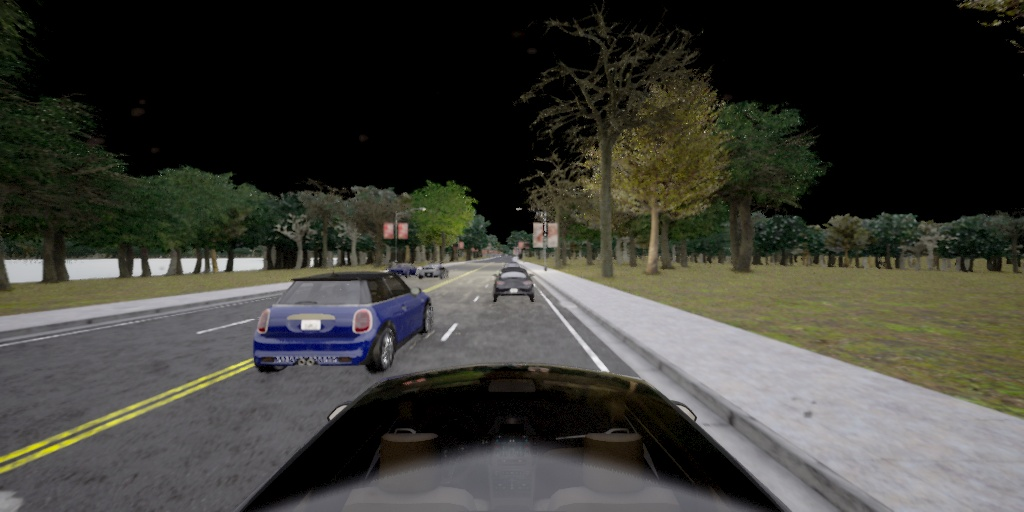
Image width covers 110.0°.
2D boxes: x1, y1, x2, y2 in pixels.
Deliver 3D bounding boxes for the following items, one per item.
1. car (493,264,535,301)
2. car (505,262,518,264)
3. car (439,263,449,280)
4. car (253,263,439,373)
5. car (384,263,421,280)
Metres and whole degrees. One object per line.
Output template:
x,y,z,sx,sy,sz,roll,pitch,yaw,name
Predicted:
0.069,1.273,17.135,1.812,1.442,4.674,0,0,0,car
-0.023,1.299,35.489,2.033,1.411,5.357,0,0,0,car
-6.651,1.316,30.627,1.994,1.385,4.181,0,0,0,car
-3.160,1.101,7.758,2.097,1.767,4.553,0,0,0,car
-9.896,1.353,32.742,1.895,1.301,4.718,0,0,0,car
